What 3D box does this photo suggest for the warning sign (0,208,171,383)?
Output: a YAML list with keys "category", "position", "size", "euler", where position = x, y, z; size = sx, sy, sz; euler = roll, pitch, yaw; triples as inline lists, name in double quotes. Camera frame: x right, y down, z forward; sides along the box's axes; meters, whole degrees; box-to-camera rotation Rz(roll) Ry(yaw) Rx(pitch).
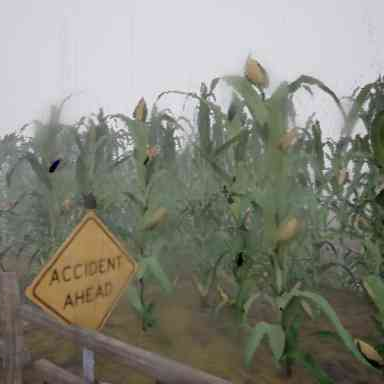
- category: "warning sign"
  position: [-1.034, 1.123, 3.318]
  size: [1.060, 1.860, 1.300]
  euler: [0, 0, 36]
